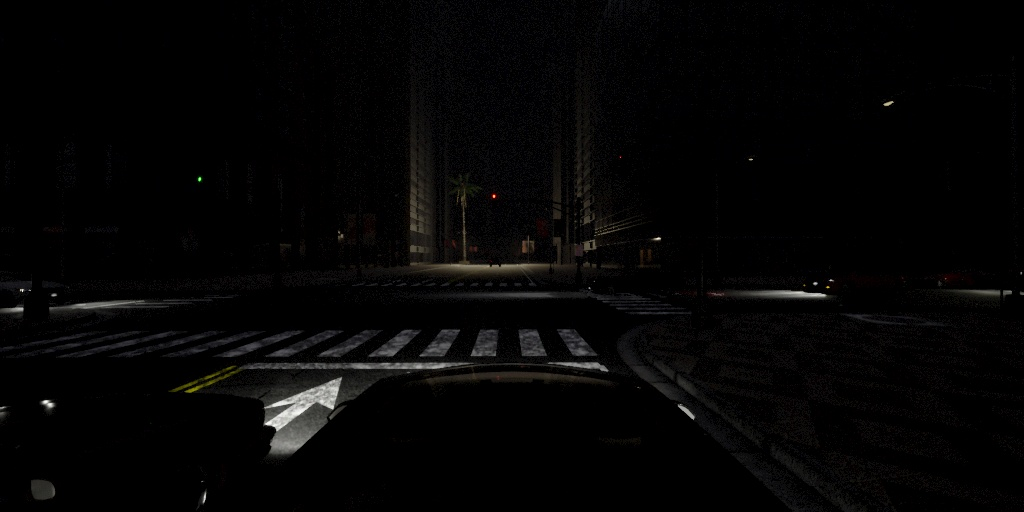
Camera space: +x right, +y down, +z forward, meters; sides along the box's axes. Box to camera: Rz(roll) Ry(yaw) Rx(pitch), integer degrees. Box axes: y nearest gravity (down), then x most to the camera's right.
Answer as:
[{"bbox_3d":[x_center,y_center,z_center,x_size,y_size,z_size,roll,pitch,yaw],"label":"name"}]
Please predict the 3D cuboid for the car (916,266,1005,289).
[{"bbox_3d":[26.424,1.274,21.739,4.207,1.307,1.802,0,0,-1],"label":"car"}]

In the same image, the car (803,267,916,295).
[{"bbox_3d":[17.904,1.262,18.836,4.181,1.385,1.994,0,0,-1],"label":"car"}]

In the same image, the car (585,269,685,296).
[{"bbox_3d":[6.234,1.339,18.629,4.718,1.301,1.895,0,0,-1],"label":"car"}]

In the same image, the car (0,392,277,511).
[{"bbox_3d":[-3.176,1.297,0.730,2.033,1.411,5.357,0,0,4],"label":"car"}]

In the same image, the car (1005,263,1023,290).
[{"bbox_3d":[29.842,1.012,19.043,4.553,1.767,2.097,0,0,-1],"label":"car"}]

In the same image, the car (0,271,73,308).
[{"bbox_3d":[-21.380,1.353,14.950,4.674,1.442,1.812,0,0,1],"label":"car"}]
